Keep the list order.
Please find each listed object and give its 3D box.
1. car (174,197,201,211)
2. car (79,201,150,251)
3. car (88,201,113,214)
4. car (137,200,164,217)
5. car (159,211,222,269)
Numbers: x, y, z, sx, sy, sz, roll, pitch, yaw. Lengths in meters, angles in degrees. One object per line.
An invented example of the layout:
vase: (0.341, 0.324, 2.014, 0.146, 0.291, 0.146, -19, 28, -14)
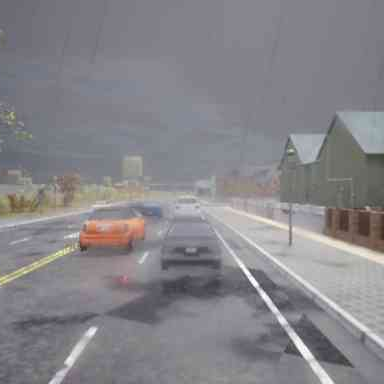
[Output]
car: (-0.402, 1.401, 29.036, 2.150, 2.045, 5.566, 0, 0, -1)
car: (-3.312, 1.444, 14.724, 2.097, 1.767, 4.553, 0, 0, -1)
car: (-10.683, 1.773, 39.232, 1.812, 1.442, 4.674, 0, 0, -2)
car: (-3.731, 1.673, 31.563, 1.882, 1.535, 5.008, 0, 0, -2)
car: (-0.034, 1.618, 11.405, 2.033, 1.411, 5.357, 0, 0, 0)
